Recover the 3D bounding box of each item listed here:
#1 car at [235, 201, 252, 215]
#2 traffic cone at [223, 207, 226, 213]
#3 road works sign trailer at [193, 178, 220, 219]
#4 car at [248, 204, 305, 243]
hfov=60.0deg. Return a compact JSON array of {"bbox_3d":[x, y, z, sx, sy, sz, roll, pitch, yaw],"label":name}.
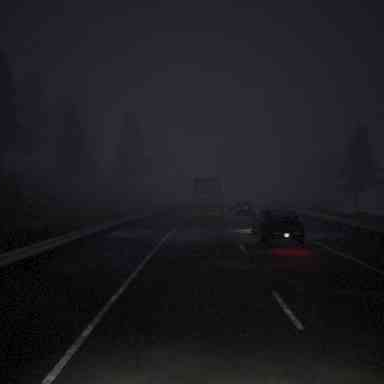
[{"bbox_3d":[5.559,1.647,35.044,2.033,1.411,5.357,0,0,6],"label":"car"},{"bbox_3d":[3.581,2.057,36.685,0.340,0.580,0.340,0,0,6],"label":"traffic cone"},{"bbox_3d":[1.365,0.546,29.885,2.380,3.560,2.880,0,0,6],"label":"road works sign trailer"},{"bbox_3d":[4.086,1.553,16.315,1.837,1.490,4.892,0,0,3],"label":"car"}]
